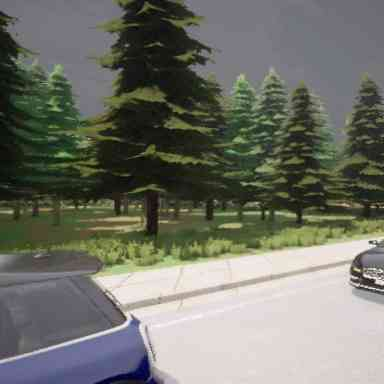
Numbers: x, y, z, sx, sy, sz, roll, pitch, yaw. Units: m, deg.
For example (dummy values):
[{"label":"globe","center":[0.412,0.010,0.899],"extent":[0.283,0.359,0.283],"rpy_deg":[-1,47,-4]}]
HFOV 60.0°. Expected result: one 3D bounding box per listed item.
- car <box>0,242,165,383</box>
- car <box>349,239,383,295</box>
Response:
[{"label":"car","center":[-2.481,1.337,2.242],"extent":[4.553,1.767,2.097],"rpy_deg":[1,0,-36]},{"label":"car","center":[5.789,1.607,8.153],"extent":[4.892,1.490,1.837],"rpy_deg":[1,0,-36]}]
